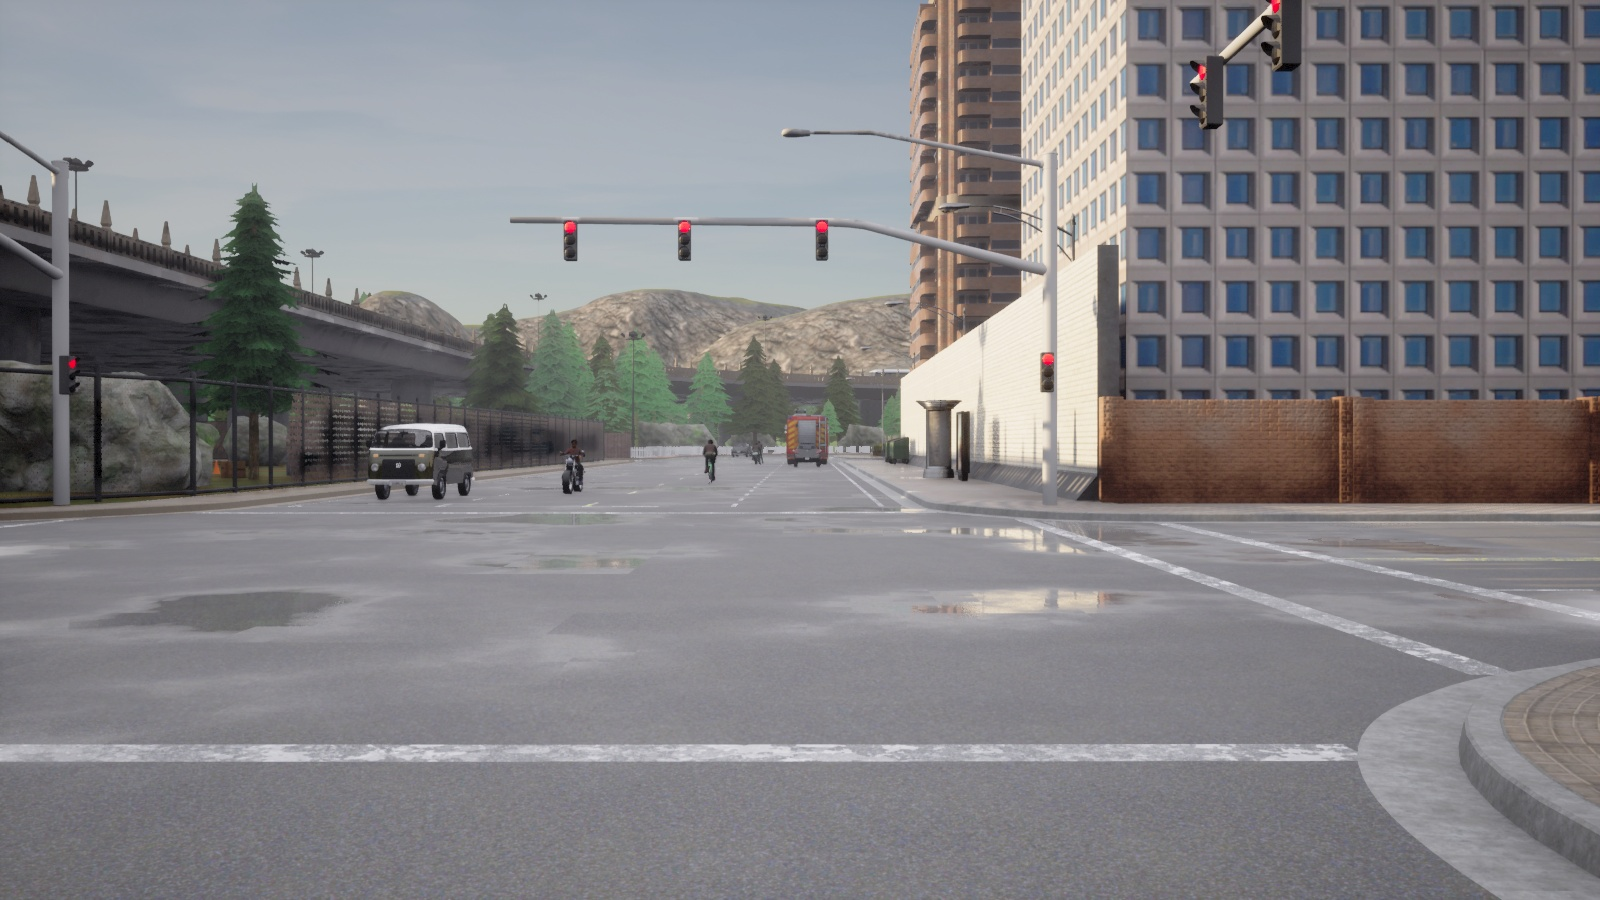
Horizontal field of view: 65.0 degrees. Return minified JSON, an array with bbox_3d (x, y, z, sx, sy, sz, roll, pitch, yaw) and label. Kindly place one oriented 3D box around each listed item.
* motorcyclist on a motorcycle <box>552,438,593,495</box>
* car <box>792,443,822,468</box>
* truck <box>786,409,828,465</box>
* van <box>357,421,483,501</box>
[{"bbox_3d":[-6.781,0.480,37.514,0.766,1.649,2.350,0,0,0],"label":"motorcyclist on a motorcycle"},{"bbox_3d":[0.446,0.315,79.099,1.845,1.501,3.633,0,0,0],"label":"car"},{"bbox_3d":[0.497,-0.924,89.729,2.891,3.827,8.468,0,0,0],"label":"truck"},{"bbox_3d":[-10.298,0.267,34.391,2.069,2.038,4.480,0,0,0],"label":"van"}]
